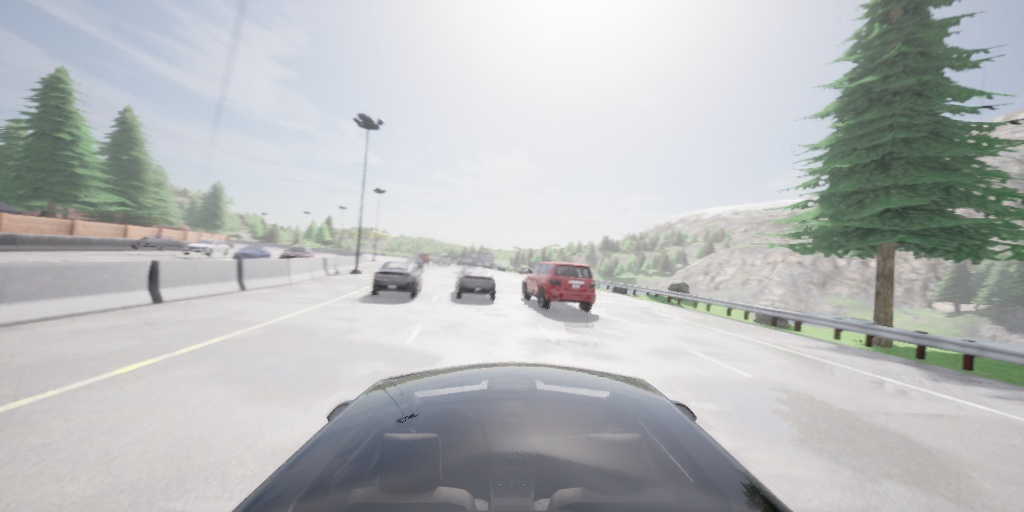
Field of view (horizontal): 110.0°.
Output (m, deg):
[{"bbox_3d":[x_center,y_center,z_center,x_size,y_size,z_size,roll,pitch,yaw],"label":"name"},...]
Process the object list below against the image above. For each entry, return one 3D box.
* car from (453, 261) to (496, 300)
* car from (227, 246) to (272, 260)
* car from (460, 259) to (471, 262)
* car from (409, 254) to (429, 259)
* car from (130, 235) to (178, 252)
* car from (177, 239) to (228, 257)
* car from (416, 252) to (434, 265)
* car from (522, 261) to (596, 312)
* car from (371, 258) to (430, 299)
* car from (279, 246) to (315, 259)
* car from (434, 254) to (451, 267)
[{"bbox_3d":[-1.940,1.279,18.278,2.128,1.511,4.902,5,-1,-11],"label":"car"},{"bbox_3d":[-23.399,-0.203,32.528,1.812,1.442,4.674,5,-1,-17],"label":"car"},{"bbox_3d":[-8.221,1.288,61.472,2.128,1.511,4.902,5,-1,-25],"label":"car"},{"bbox_3d":[-11.641,0.856,42.637,2.033,1.411,5.357,5,-1,-21],"label":"car"},{"bbox_3d":[-30.063,-1.117,30.561,1.994,1.385,4.181,5,-1,-17],"label":"car"},{"bbox_3d":[-26.734,-0.768,31.587,1.812,1.442,4.674,5,-1,-17],"label":"car"},{"bbox_3d":[-15.413,0.439,60.583,2.150,2.045,5.566,5,-1,-26],"label":"car"},{"bbox_3d":[2.033,1.302,16.828,2.150,2.045,5.566,5,-1,-11],"label":"car"},{"bbox_3d":[-5.169,1.006,16.582,2.128,1.511,4.902,5,-1,-11],"label":"car"},{"bbox_3d":[-20.083,-0.099,33.668,2.097,1.767,4.553,5,-1,-17],"label":"car"},{"bbox_3d":[-12.212,0.708,62.007,2.150,2.045,5.566,5,-1,-26],"label":"car"}]
